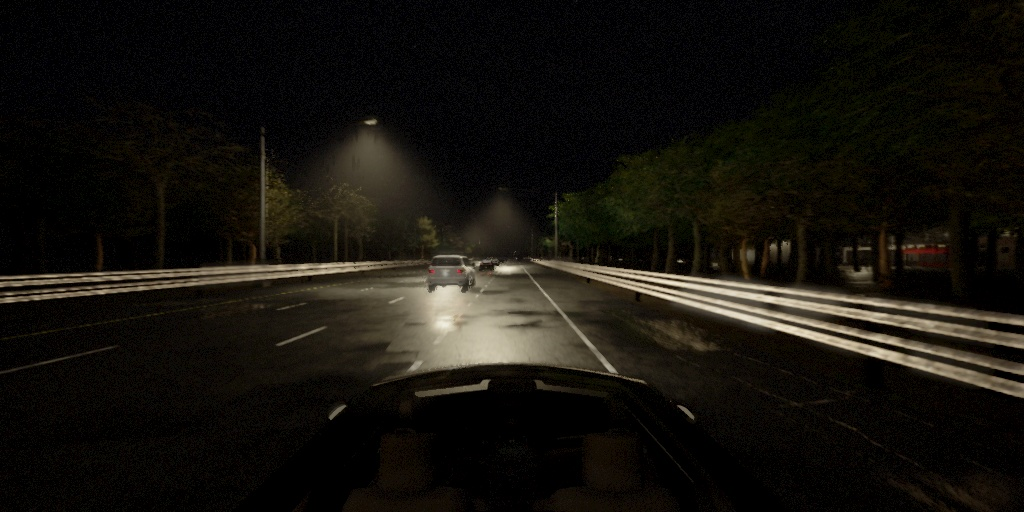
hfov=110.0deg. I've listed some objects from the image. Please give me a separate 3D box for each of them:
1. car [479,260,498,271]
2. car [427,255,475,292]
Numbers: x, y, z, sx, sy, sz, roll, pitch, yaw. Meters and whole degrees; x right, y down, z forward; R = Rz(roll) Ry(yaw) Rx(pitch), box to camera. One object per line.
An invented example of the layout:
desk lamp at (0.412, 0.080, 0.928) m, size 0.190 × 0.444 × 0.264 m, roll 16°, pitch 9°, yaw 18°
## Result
car at (-3.392, 1.266, 49.414) m, size 2.128 × 1.511 × 4.902 m, roll 0°, pitch 0°, yaw 0°
car at (-3.483, 0.981, 21.396) m, size 2.150 × 2.045 × 5.566 m, roll 0°, pitch 0°, yaw 0°
